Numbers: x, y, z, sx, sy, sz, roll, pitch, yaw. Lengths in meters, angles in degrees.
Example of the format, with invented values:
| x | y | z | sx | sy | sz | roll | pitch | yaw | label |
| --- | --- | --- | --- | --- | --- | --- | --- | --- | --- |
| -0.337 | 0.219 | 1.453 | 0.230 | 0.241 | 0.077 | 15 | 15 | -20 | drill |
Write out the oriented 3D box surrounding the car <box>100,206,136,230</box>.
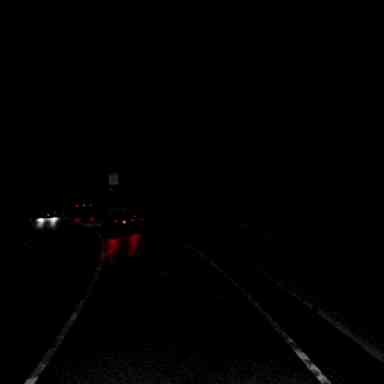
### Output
| x | y | z | sx | sy | sz | roll | pitch | yaw | label |
| --- | --- | --- | --- | --- | --- | --- | --- | --- | --- |
| -5.073 | 1.707 | 22.672 | 1.812 | 1.442 | 4.674 | -2 | 0 | -23 | car |

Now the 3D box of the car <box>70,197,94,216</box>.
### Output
| x | y | z | sx | sy | sz | roll | pitch | yaw | label |
| --- | --- | --- | --- | --- | --- | --- | --- | --- | --- |
| -13.120 | 1.684 | 39.573 | 2.150 | 2.045 | 5.566 | -2 | -1 | -24 | car |

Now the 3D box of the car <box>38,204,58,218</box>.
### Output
| x | y | z | sx | sy | sz | roll | pitch | yaw | label |
| --- | --- | --- | --- | --- | --- | --- | --- | --- | --- |
| -16.260 | 2.124 | 37.595 | 2.033 | 1.411 | 5.357 | -2 | 0 | -24 | car |
